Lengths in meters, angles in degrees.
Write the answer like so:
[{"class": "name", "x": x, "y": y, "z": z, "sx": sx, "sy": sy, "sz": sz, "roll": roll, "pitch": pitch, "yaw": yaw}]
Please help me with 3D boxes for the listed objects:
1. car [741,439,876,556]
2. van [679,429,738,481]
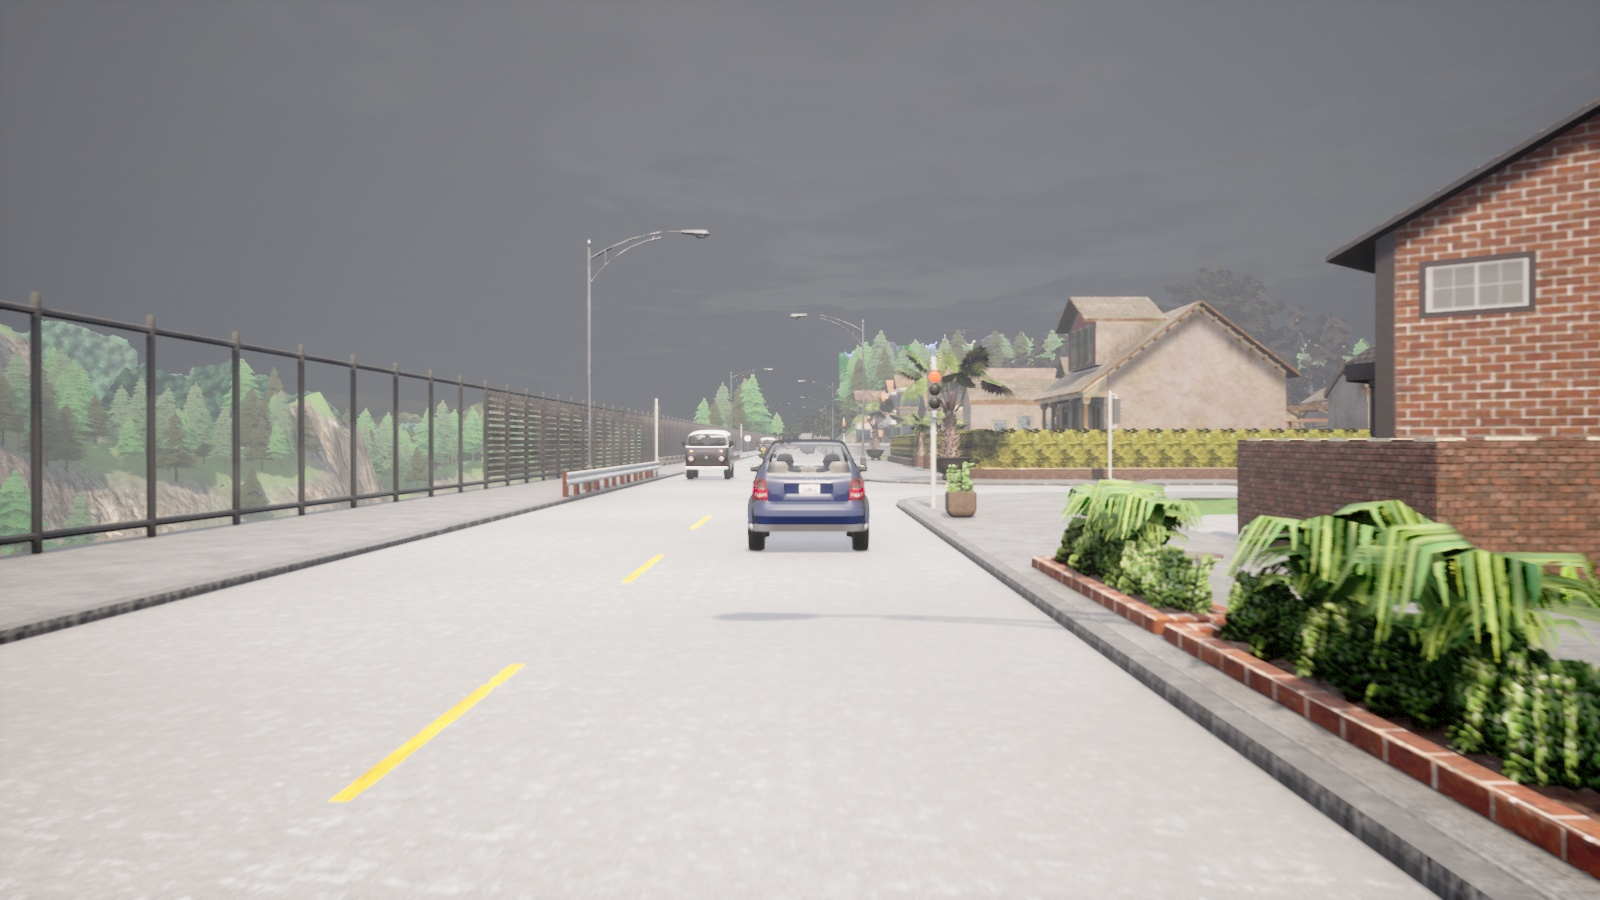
[{"class": "car", "x": 0.121, "y": 0.621, "z": 18.508, "sx": 1.789, "sy": 1.549, "sz": 3.705, "roll": 0, "pitch": 0, "yaw": 0}, {"class": "van", "x": -3.691, "y": 0.176, "z": 51.576, "sx": 2.069, "sy": 2.038, "sz": 4.480, "roll": 0, "pitch": 0, "yaw": 0}]
